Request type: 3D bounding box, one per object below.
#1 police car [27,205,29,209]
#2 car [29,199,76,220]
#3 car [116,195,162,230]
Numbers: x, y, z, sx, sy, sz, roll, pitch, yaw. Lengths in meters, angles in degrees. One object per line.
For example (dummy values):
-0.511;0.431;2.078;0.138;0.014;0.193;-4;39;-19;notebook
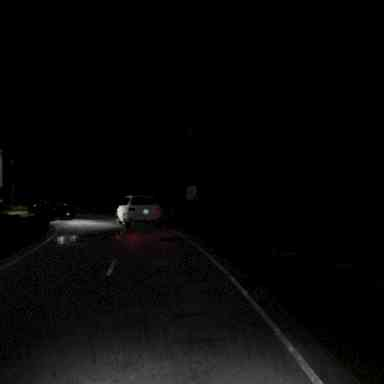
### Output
-15.490;1.529;35.301;4.974;1.542;2.038;0;0;30;police car
-11.532;1.511;28.029;4.902;1.511;2.128;0;0;44;car
-3.565;1.211;21.732;2.150;2.045;5.566;0;0;-20;car
